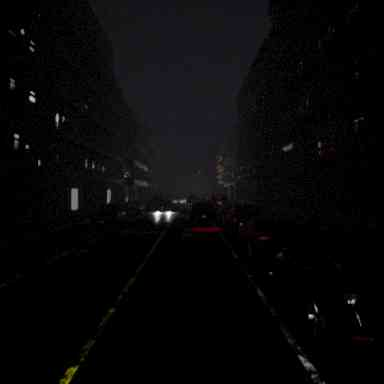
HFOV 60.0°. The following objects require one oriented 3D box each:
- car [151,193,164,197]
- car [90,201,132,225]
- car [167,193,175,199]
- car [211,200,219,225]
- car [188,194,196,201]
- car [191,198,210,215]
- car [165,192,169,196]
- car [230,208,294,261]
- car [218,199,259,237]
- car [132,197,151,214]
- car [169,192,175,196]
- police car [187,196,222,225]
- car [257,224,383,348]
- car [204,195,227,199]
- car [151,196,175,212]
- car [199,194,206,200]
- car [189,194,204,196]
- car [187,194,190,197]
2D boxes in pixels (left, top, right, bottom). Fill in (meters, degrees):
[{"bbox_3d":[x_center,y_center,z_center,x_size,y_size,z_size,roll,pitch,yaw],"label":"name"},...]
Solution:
[{"bbox_3d":[-5.710,1.254,51.341,1.967,1.590,4.097,0,0,0],"label":"car"},{"bbox_3d":[-5.699,1.485,23.158,1.947,1.339,4.313,0,0,0],"label":"car"},{"bbox_3d":[-5.726,1.100,90.794,1.967,1.590,4.097,0,0,0],"label":"car"},{"bbox_3d":[2.682,1.470,23.158,2.008,1.369,4.403,0,0,0],"label":"car"},{"bbox_3d":[-0.030,1.123,74.202,1.812,1.442,4.674,0,0,0],"label":"car"},{"bbox_3d":[0.820,1.407,33.650,1.812,1.442,4.674,0,0,0],"label":"car"},{"bbox_3d":[-5.711,1.108,56.977,2.192,1.841,5.009,0,0,0],"label":"car"},{"bbox_3d":[2.687,1.504,11.886,1.887,1.381,4.507,0,0,0],"label":"car"},{"bbox_3d":[2.684,1.380,17.522,1.967,1.590,4.097,0,0,0],"label":"car"},{"bbox_3d":[-5.703,1.404,34.261,1.752,1.417,4.829,0,0,0],"label":"car"},{"bbox_3d":[-5.722,0.997,85.158,2.192,1.841,5.009,0,0,0],"label":"car"},{"bbox_3d":[0.745,1.343,23.761,1.930,1.638,5.238,0,0,0],"label":"police car"},{"bbox_3d":[2.688,1.545,6.249,1.947,1.339,4.313,0,0,0],"label":"car"},{"bbox_3d":[2.679,1.193,34.430,2.192,1.841,5.009,0,0,0],"label":"car"},{"bbox_3d":[-3.110,1.432,37.066,1.994,1.385,4.181,0,0,0],"label":"car"},{"bbox_3d":[2.657,1.207,85.329,1.752,1.417,4.829,0,0,0],"label":"car"},{"bbox_3d":[0.884,1.337,39.654,1.882,1.535,5.008,0,0,0],"label":"car"},{"bbox_3d":[-0.024,1.332,59.203,2.033,1.411,5.357,0,0,0],"label":"car"}]
